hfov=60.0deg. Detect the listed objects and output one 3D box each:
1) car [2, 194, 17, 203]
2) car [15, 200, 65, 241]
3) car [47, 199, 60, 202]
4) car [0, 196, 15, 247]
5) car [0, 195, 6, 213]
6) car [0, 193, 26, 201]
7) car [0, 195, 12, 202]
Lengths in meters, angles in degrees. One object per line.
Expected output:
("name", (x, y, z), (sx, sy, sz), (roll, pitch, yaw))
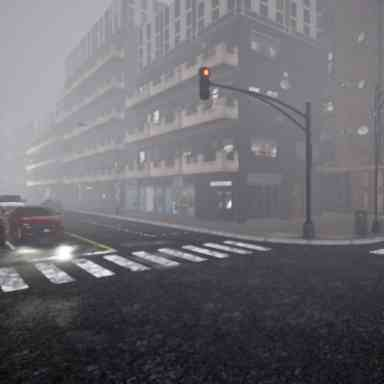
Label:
("car", (-35.700, 1.228, 64.972), (1.967, 1.590, 4.097), (0, 0, -36))
("car", (-7.806, 1.406, 16.554), (1.882, 1.535, 5.008), (0, 0, -36))
("car", (-15.772, 1.423, 37.441), (1.802, 1.307, 4.206), (0, 0, -36))
("car", (-9.275, 1.259, 14.171), (2.192, 1.841, 5.009), (0, 0, -36))
("car", (-20.735, 1.219, 34.449), (2.097, 1.767, 4.553), (0, 0, -36))
("car", (-13.985, 1.119, 25.085), (2.150, 2.045, 5.566), (0, 0, -36))
("car", (-39.020, 1.337, 69.560), (2.008, 1.369, 4.403), (0, 0, -36))
